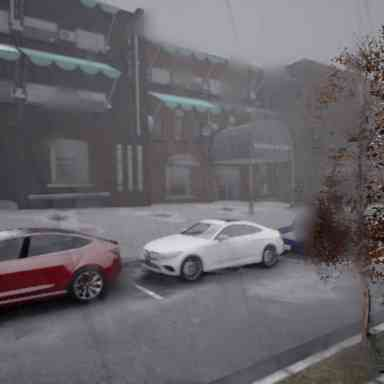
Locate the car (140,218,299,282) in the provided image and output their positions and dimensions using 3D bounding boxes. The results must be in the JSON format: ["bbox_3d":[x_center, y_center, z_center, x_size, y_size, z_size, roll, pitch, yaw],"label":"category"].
[{"bbox_3d":[0.769,1.532,9.893,4.674,1.452,2.002,0,0,-35],"label":"car"}]

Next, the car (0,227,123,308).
[{"bbox_3d":[-3.794,1.512,6.683,4.792,1.488,2.163,0,0,-35],"label":"car"}]

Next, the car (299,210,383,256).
[{"bbox_3d":[5.283,1.529,13.064,4.792,1.488,2.163,0,0,-35],"label":"car"}]
